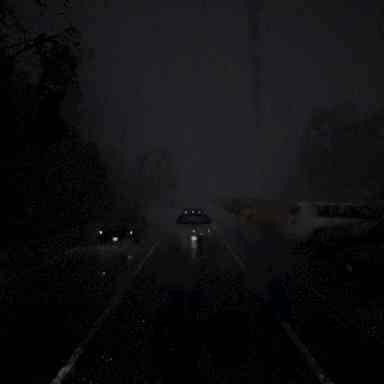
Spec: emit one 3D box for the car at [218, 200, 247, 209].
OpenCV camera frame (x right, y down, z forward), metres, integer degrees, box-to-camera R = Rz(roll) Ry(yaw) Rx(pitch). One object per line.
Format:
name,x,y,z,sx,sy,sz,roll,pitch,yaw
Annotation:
car,7.101,2.160,59.191,4.892,1.521,2.231,0,-1,0

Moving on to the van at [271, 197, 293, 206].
van,20.410,2.152,75.620,4.442,1.987,1.878,0,-1,0

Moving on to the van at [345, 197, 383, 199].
van,19.935,1.626,36.827,4.442,1.987,1.878,0,-1,0

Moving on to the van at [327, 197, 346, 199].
van,20.196,1.699,42.381,4.442,1.987,1.878,0,-1,0

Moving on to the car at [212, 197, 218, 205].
car,6.940,2.194,61.968,5.366,1.575,1.946,0,-1,0

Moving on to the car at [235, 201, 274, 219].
car,6.726,1.780,28.788,5.366,1.575,1.946,0,0,0

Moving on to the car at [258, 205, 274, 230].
car,6.864,1.740,20.338,4.892,1.521,2.231,0,0,0

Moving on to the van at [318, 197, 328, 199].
van,19.980,1.737,45.152,4.442,1.987,1.878,0,-1,0

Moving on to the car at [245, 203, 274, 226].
car,6.690,1.750,23.115,5.366,1.575,1.946,0,0,0

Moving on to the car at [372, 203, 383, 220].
car,20.038,1.826,31.432,4.792,1.488,2.163,0,0,0

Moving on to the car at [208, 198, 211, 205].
car,7.261,2.173,78.625,5.566,2.045,2.435,0,-1,0

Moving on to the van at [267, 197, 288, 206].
van,20.196,2.192,78.524,4.442,1.987,1.878,0,-1,0

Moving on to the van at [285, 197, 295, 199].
van,20.322,1.965,61.896,4.442,1.987,1.878,0,-1,0

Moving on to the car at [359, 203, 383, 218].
car,20.055,1.850,34.071,4.792,1.488,2.163,0,-1,0

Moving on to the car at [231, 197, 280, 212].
car,6.996,1.734,36.988,4.553,1.767,2.185,0,-1,0

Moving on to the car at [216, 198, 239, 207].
car,7.130,2.147,67.520,4.553,1.767,2.185,0,-1,0

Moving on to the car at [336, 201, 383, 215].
car,20.067,1.887,39.609,5.008,1.535,2.097,0,-1,0

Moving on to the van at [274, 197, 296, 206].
van,20.393,2.116,72.975,4.442,1.987,1.878,0,-1,0

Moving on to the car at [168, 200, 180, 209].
car,-3.204,2.218,59.922,2.033,1.411,5.357,0,-1,1

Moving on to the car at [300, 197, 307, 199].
car,20.105,1.787,50.691,5.566,2.045,2.435,0,-1,0

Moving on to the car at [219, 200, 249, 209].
car,7.096,2.123,56.415,4.892,1.521,2.231,0,-1,0

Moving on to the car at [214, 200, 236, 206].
car,7.200,2.389,73.069,4.674,1.452,2.002,0,-1,0

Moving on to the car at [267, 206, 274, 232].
car,7.025,1.722,17.561,5.366,1.575,1.946,0,0,0

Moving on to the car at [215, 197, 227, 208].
car,6.886,2.081,53.640,5.366,1.575,1.946,0,-1,0

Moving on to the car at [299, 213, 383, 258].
car,6.809,1.698,12.010,5.008,1.535,2.097,0,0,0

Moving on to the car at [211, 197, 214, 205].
car,7.174,2.310,70.294,5.008,1.535,2.097,0,-1,0

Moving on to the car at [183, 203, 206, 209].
car,0.088,1.932,32.646,1.895,1.301,4.718,0,-1,0

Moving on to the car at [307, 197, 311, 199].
car,20.087,1.749,47.921,5.566,2.045,2.435,0,-1,0

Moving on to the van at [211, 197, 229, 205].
van,7.152,2.348,84.160,4.442,1.987,1.878,0,-2,0

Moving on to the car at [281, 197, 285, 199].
car,20.220,2.267,64.537,4.674,1.452,2.002,0,-1,0

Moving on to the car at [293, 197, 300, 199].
car,20.163,2.114,56.228,5.008,1.535,2.097,0,-1,0

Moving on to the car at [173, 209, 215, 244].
car,0.078,1.765,16.862,1.895,1.301,4.718,0,-1,0

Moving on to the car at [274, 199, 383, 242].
car,6.850,1.460,14.787,5.566,2.045,2.435,0,0,0

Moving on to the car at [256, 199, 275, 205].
car,20.395,2.810,92.212,4.892,1.521,2.231,0,-2,0

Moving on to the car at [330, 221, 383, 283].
car,6.757,1.714,9.234,4.792,1.488,2.163,0,0,0

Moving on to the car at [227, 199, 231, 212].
car,7.012,1.924,39.758,4.792,1.488,2.163,0,-1,0

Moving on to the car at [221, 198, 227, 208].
car,7.007,2.038,48.087,4.792,1.488,2.163,0,-1,0

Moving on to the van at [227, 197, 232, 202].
van,7.117,1.706,42.538,4.442,1.987,1.878,0,-1,0

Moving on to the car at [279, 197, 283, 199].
car,20.234,2.265,67.308,5.008,1.535,2.097,0,-1,0

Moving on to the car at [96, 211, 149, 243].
car,-3.372,1.716,17.310,2.033,1.411,5.357,0,-1,0

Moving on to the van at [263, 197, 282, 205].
van,20.230,2.337,83.914,4.442,1.987,1.878,0,-2,0

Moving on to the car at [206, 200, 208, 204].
car,7.345,2.903,95.252,5.008,1.535,2.097,0,-2,0

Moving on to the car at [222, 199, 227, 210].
car,6.989,2.000,45.311,4.792,1.488,2.163,0,-1,0

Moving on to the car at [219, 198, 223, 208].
car,7.025,2.075,50.863,4.792,1.488,2.163,0,-1,0

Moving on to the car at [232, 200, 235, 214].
car,6.941,1.828,34.207,4.892,1.521,2.231,0,0,0

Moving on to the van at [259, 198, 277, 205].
van,20.500,2.501,89.449,4.442,1.987,1.878,0,-2,0

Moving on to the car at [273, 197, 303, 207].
car,20.230,2.053,70.206,5.566,2.045,2.435,0,-1,0
